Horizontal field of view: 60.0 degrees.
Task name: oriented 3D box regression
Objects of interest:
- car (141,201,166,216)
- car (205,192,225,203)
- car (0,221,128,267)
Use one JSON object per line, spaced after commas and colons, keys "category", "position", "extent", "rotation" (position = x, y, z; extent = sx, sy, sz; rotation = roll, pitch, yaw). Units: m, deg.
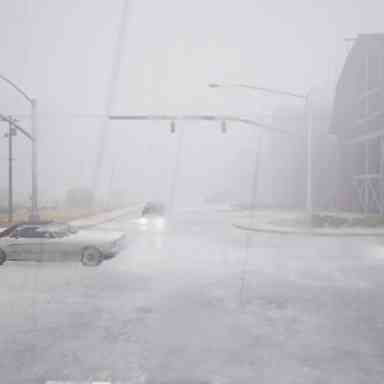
{"category": "car", "position": [-3.602, 1.544, 31.648], "extent": [1.895, 1.301, 4.718], "rotation": [0, 0, 0]}
{"category": "car", "position": [4.122, 1.042, 60.237], "extent": [1.905, 1.878, 3.866], "rotation": [-8, 4, -42]}
{"category": "car", "position": [-4.525, 1.611, 10.796], "extent": [4.718, 1.301, 1.895], "rotation": [0, 0, 1]}
